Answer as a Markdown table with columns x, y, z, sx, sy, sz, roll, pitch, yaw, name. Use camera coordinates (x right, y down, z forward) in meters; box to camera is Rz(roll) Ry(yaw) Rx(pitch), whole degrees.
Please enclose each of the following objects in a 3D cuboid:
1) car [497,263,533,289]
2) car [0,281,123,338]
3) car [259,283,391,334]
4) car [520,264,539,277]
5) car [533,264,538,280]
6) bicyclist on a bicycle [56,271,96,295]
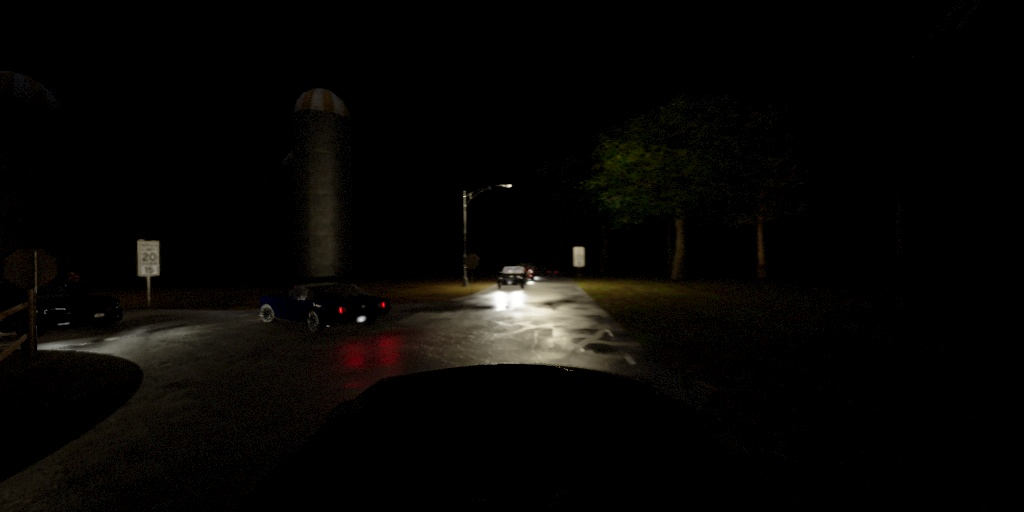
| x | y | z | sx | sy | sz | roll | pitch | yaw | name |
| --- | --- | --- | --- | --- | --- | --- | --- | --- | --- |
| 0.109 | 1.508 | 26.081 | 2.128 | 1.511 | 4.902 | -1 | -1 | 6 | car |
| -14.359 | 1.463 | 10.496 | 5.008 | 1.535 | 1.882 | -1 | 0 | 4 | car |
| -6.036 | 1.500 | 11.285 | 4.718 | 1.301 | 1.895 | -1 | 0 | 34 | car |
| 2.306 | 1.780 | 46.200 | 2.128 | 1.511 | 4.902 | -1 | -1 | 6 | car |
| 1.189 | 1.494 | 36.030 | 2.097 | 1.767 | 4.553 | -1 | -1 | 6 | car |
| -20.875 | 1.555 | 17.115 | 0.582 | 1.620 | 1.656 | -1 | 0 | 6 | bicyclist on a bicycle |
